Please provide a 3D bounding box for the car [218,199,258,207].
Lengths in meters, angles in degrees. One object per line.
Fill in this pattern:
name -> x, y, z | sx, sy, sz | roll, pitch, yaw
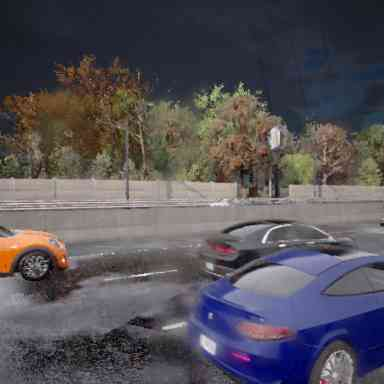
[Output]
car -> 5.616, 1.492, 35.412 | 4.902, 1.511, 2.128 | 0, 0, -30

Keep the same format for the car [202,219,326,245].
car -> 2.514, 1.504, 9.099 | 4.892, 1.490, 1.837 | 0, 0, -30

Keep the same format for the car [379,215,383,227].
car -> 13.171, 1.548, 19.329 | 5.357, 1.411, 2.033 | 0, 0, -30

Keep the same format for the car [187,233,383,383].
car -> 2.162, 1.525, 4.849 | 4.674, 1.442, 1.812 | 0, 0, -30

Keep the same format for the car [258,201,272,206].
car -> 9.510, 1.492, 33.626 | 4.902, 1.511, 2.128 | 0, 0, -30

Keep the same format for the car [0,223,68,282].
car -> -5.601, 1.354, 8.441 | 4.553, 1.767, 2.097 | 0, 0, -30

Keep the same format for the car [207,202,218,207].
car -> 3.964, 1.526, 38.517 | 4.674, 1.442, 1.812 | 0, 0, -30

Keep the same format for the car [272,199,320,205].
car -> 10.151, 1.548, 29.952 | 5.357, 1.411, 2.033 | 0, 0, -30
